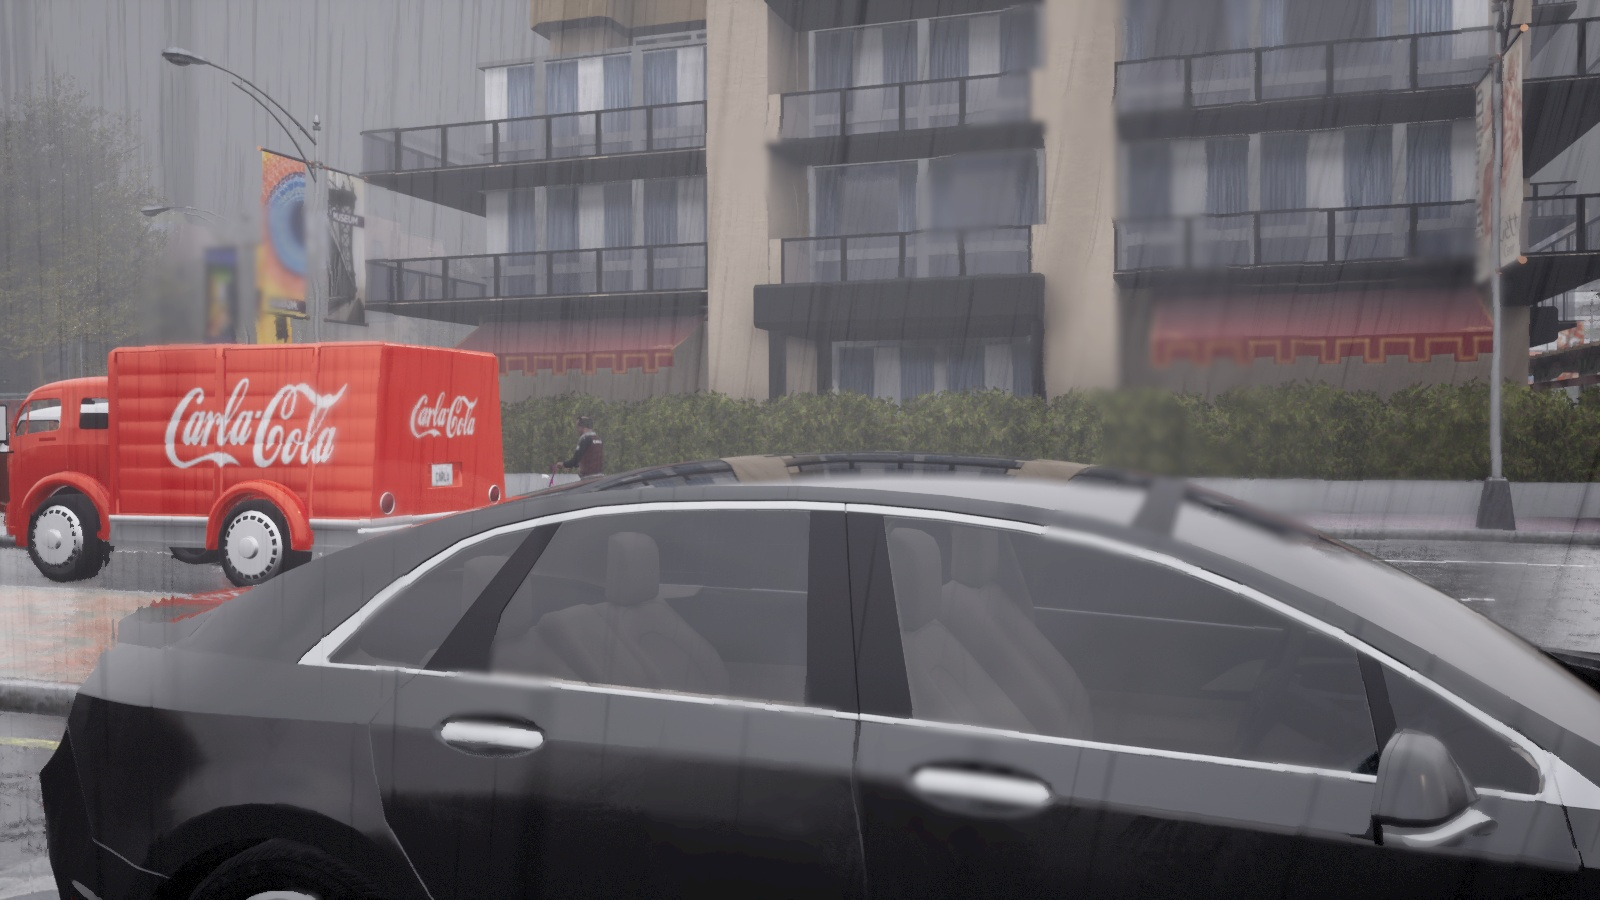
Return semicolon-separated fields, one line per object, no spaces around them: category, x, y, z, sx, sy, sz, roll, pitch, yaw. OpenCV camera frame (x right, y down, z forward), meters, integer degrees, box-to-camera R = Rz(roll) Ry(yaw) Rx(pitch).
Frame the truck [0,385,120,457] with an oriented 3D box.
truck;-42.201;-1.612;69.671;8.468;3.827;2.891;1;1;19

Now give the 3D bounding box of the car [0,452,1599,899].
car;0.540;0.785;3.011;4.892;1.490;1.837;1;1;19

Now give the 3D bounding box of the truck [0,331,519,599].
truck;-6.039;0.099;13.653;5.204;2.467;2.627;1;1;19

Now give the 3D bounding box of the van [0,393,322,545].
van;-9.596;0.218;18.508;4.480;2.038;2.069;1;1;19
